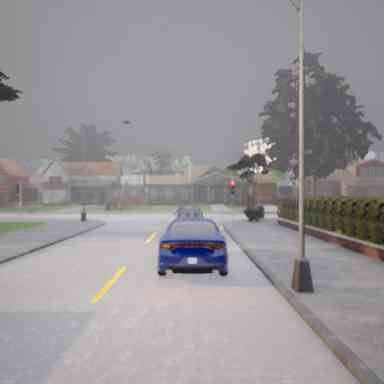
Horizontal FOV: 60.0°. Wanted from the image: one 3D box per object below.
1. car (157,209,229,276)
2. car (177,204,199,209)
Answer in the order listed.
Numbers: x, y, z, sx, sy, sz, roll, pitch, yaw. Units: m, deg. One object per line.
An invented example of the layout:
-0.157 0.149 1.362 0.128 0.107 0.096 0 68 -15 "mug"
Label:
0.035 1.521 10.502 1.882 1.535 5.008 0 0 1 "car"
-0.330 1.654 26.156 2.033 1.411 5.357 0 0 -7 "car"
